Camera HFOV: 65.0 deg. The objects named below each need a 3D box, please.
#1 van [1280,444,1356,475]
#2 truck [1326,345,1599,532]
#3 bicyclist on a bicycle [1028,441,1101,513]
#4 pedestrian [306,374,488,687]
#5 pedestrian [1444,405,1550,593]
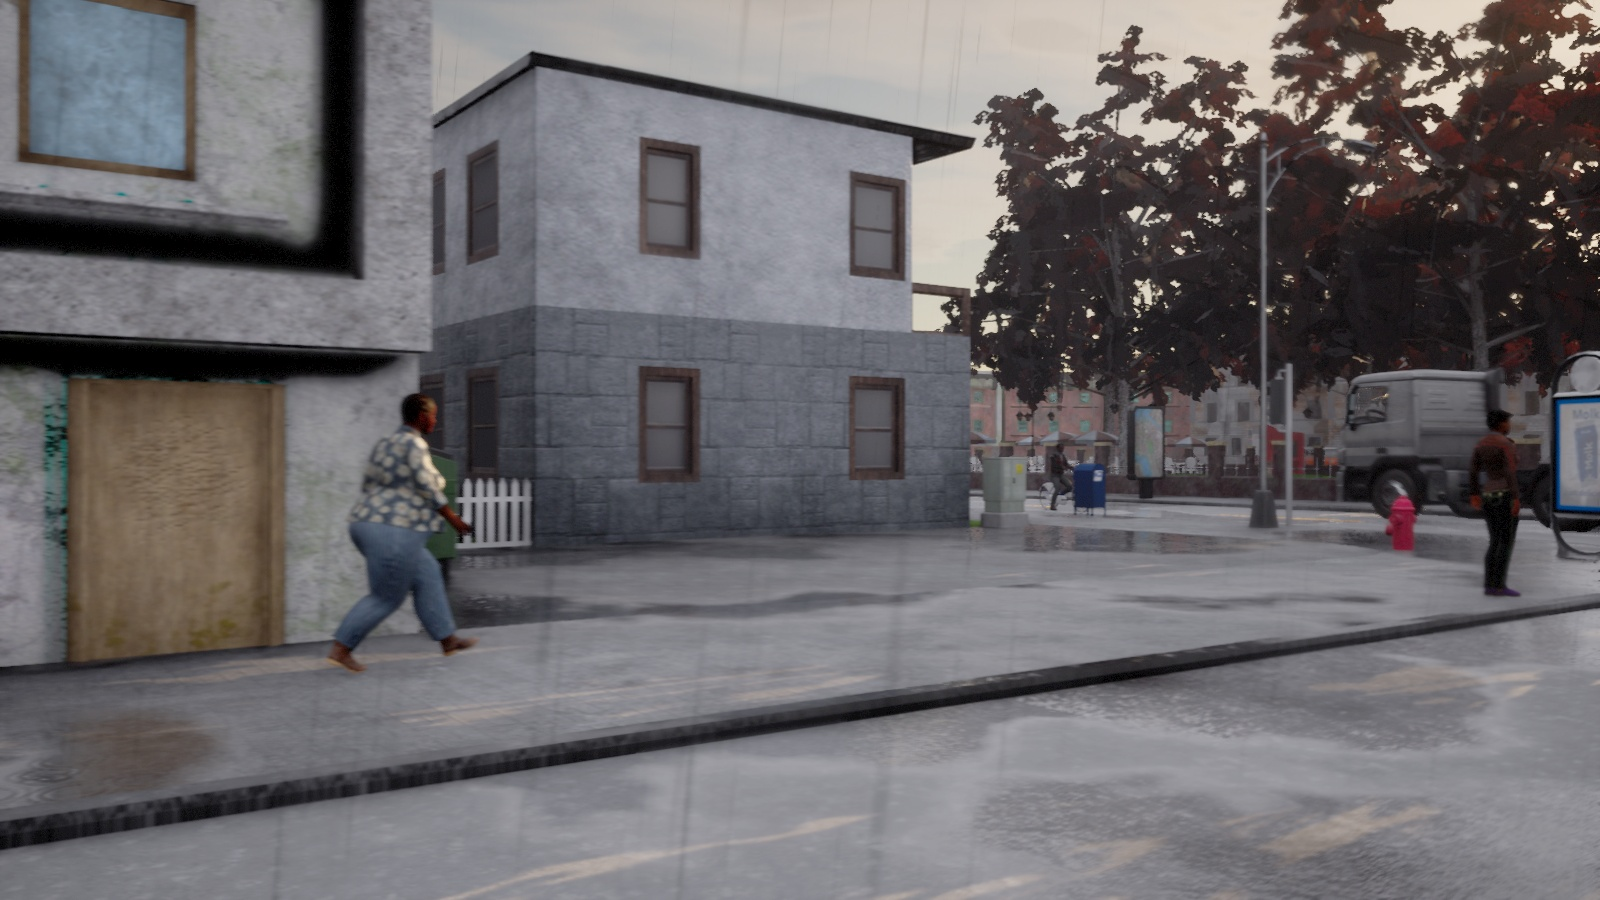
[{"bbox_3d":[34.903,0.631,84.717,1.775,1.987,4.442,0,0,-35],"label":"van"},{"bbox_3d":[15.171,-0.205,26.196,2.891,3.462,7.936,0,0,-24],"label":"truck"},{"bbox_3d":[6.733,0.680,32.042,0.659,1.776,1.843,0,0,-35],"label":"bicyclist on a bicycle"},{"bbox_3d":[-2.600,0.480,8.079,0.900,1.855,0.874,0,0,-34],"label":"pedestrian"},{"bbox_3d":[6.804,0.470,12.267,0.869,1.805,0.328,0,0,-5],"label":"pedestrian"}]
